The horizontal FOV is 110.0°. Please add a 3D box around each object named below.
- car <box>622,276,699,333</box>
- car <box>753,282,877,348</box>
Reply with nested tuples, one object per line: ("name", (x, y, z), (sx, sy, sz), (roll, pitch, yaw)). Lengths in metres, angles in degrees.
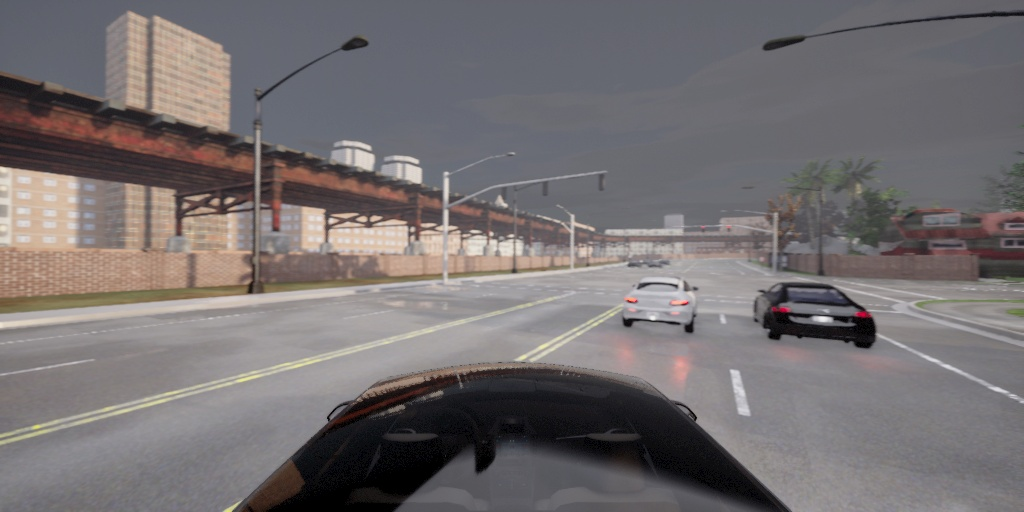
("car", (4.694, 1.343, 11.190), (1.812, 1.442, 4.674), (0, 0, 28))
("car", (7.930, 1.401, 9.785), (1.994, 1.385, 4.181), (0, 0, 29))
